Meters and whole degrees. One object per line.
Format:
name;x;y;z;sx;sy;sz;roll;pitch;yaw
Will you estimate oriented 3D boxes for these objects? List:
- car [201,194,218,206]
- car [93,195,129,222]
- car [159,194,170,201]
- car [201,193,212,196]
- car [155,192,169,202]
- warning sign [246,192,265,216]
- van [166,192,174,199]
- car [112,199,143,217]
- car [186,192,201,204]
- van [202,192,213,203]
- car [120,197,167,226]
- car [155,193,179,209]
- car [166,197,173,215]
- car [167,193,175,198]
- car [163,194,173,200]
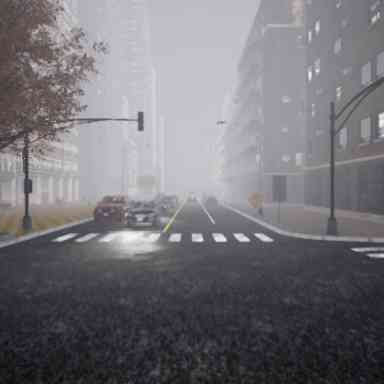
car;2.690;1.274;46.595;1.947;1.339;4.313;0;0;0
car;-5.692;1.157;24.503;2.192;1.841;5.009;0;0;0
car;-5.691;1.138;68.687;2.008;1.369;4.403;0;0;0
car;2.690;1.200;52.288;1.752;1.417;4.829;0;0;0
car;-5.691;0.931;63.162;2.192;1.841;5.009;0;0;0
warning sign;5.069;0.944;26.626;1.300;1.860;1.060;0;0;0
van;-5.690;0.843;85.254;1.690;1.788;3.998;0;0;0
car;-5.692;1.374;30.028;1.947;1.339;4.313;0;0;0
car;0.000;1.214;53.826;2.033;1.411;5.357;0;0;0
van;2.689;0.986;57.640;1.690;1.788;3.998;0;0;0
car;-3.099;1.347;22.316;2.128;1.511;4.902;0;0;0
car;-3.084;1.215;41.638;1.882;1.535;5.008;0;0;1
car;-3.098;1.400;31.553;1.895;1.301;4.718;0;0;0
car;-5.690;1.019;90.778;1.887;1.381;4.507;0;0;0
car;-5.690;1.081;79.733;2.008;1.369;4.403;0;0;0
